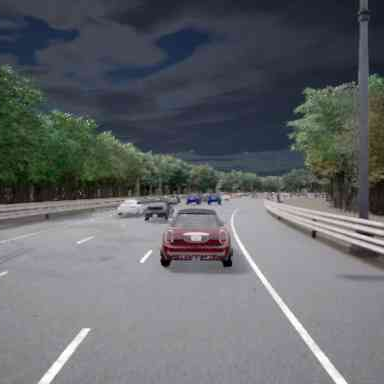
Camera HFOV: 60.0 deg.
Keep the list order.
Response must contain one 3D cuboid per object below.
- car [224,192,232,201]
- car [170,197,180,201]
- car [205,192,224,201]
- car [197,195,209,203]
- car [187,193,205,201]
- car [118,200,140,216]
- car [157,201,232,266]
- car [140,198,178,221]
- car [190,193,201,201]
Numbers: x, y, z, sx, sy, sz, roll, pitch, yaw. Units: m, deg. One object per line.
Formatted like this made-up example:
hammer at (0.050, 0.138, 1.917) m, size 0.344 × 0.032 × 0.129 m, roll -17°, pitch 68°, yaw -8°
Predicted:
car at (8.306, 1.136, 84.866) m, size 2.150 × 2.045 × 5.566 m, roll 0°, pitch 0°, yaw 11°
car at (-3.180, 1.526, 57.379) m, size 1.994 × 1.385 × 4.181 m, roll 0°, pitch 0°, yaw 8°
car at (4.124, 1.203, 59.761) m, size 2.150 × 2.045 × 5.566 m, roll 0°, pitch 0°, yaw 8°
car at (2.444, 1.463, 72.101) m, size 2.128 × 1.511 × 4.902 m, roll 0°, pitch 0°, yaw 10°
car at (0.421, 1.197, 58.195) m, size 2.150 × 2.045 × 5.566 m, roll 0°, pitch 0°, yaw 8°
car at (-5.756, 1.518, 32.068) m, size 1.812 × 1.442 × 4.674 m, roll 0°, pitch 0°, yaw 4°
car at (0.182, 1.353, 11.684) m, size 2.097 × 1.767 × 4.553 m, roll 0°, pitch 0°, yaw 2°
car at (-2.569, 1.501, 26.996) m, size 1.837 × 1.490 × 4.892 m, roll 0°, pitch 0°, yaw 4°
car at (0.980, 1.260, 83.859) m, size 2.097 × 1.767 × 4.553 m, roll 0°, pitch 0°, yaw 11°
